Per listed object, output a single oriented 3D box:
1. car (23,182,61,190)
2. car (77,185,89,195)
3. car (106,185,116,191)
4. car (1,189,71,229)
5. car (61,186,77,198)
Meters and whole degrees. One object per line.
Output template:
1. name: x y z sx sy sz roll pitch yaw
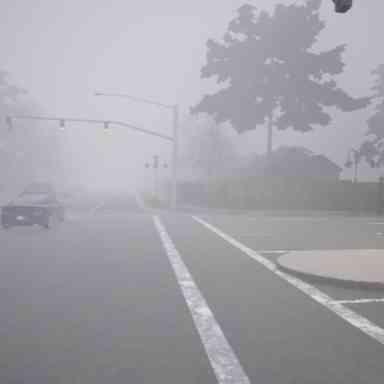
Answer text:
1. car: -13.803 0.081 30.198 2.150 2.045 5.566 1 2 -12
2. car: -17.978 -0.429 53.929 1.882 1.535 5.008 1 2 -10
3. car: -18.156 -0.974 74.832 1.994 1.385 4.181 1 2 -10
4. car: -7.573 0.853 16.325 1.882 1.535 5.008 1 2 -9
5. car: -15.545 0.060 40.282 1.812 1.442 4.674 1 2 -10
